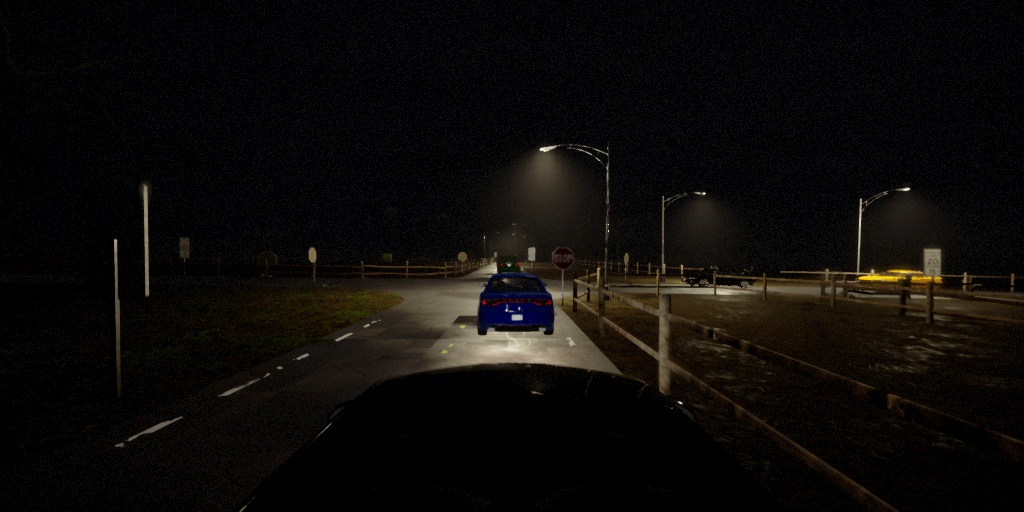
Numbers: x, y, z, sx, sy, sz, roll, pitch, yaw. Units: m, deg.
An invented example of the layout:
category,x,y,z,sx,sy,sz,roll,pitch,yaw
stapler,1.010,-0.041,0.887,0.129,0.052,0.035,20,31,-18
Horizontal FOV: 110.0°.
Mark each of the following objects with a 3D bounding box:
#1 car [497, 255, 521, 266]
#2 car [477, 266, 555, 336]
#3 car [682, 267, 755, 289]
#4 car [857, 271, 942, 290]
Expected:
category,x,y,z,sx,sy,sz,roll,pitch,yaw
car,-0.293,0.947,35.846,2.150,2.045,5.566,-1,0,-1
car,0.047,1.224,10.488,1.882,1.535,5.008,0,0,-2
car,15.046,1.548,26.263,4.892,1.490,1.837,1,1,0
car,28.372,1.819,26.363,5.008,1.535,1.882,1,1,0
